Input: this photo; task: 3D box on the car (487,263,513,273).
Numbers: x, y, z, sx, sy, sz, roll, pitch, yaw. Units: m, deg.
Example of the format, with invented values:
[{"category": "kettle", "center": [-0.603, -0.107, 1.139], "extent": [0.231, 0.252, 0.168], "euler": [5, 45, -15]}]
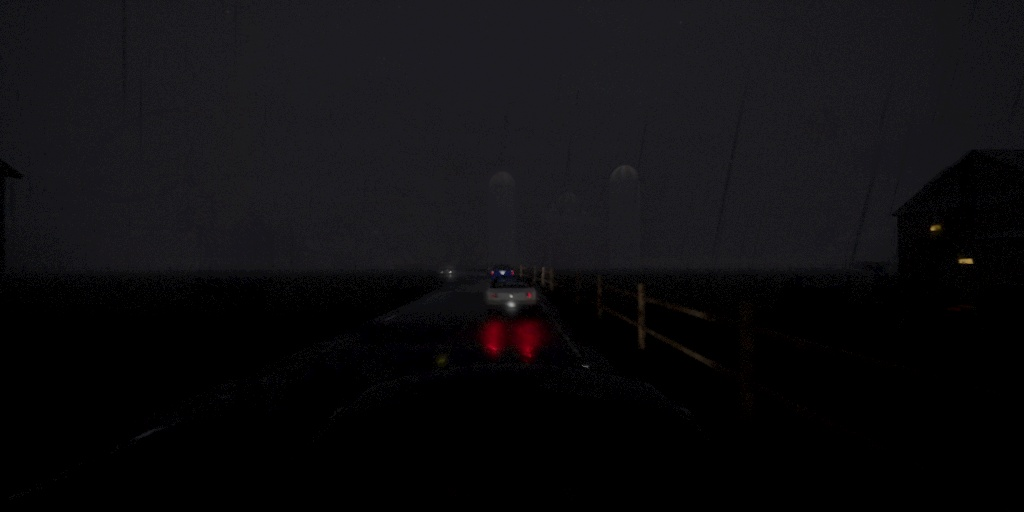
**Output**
[{"category": "car", "center": [-0.990, 1.406, 30.370], "extent": [2.097, 1.767, 4.553], "euler": [0, -1, -7]}]

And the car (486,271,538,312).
[{"category": "car", "center": [-0.032, 1.491, 15.103], "extent": [1.895, 1.301, 4.718], "euler": [0, -1, -1]}]
